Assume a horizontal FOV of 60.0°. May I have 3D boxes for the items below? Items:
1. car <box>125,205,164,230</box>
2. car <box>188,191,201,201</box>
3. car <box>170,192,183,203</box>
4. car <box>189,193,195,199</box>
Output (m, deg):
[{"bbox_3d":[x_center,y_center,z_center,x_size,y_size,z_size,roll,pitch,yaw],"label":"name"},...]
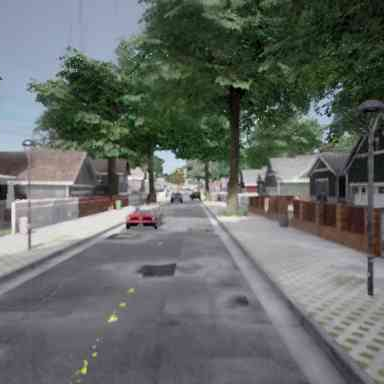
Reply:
[{"bbox_3d":[-2.852,1.524,20.630,1.895,1.301,4.718,0,0,0],"label":"car"},{"bbox_3d":[0.866,0.851,74.563,2.150,2.045,5.566,-5,0,0],"label":"car"},{"bbox_3d":[-2.788,0.989,61.002,2.150,2.045,5.566,0,0,1],"label":"car"},{"bbox_3d":[-0.011,1.035,93.401,1.837,1.490,4.892,0,0,0],"label":"car"}]
